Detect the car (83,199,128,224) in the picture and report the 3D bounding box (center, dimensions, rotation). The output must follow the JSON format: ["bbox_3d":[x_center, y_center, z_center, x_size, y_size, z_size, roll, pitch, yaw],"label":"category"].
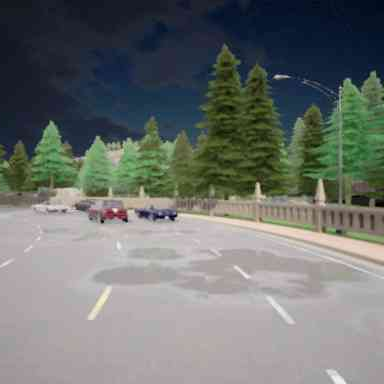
[{"bbox_3d":[-6.558,1.364,25.592,2.097,1.767,4.553,0,0,-31],"label":"car"}]

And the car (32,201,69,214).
[{"bbox_3d":[-15.111,1.618,35.285,4.718,1.301,1.895,0,0,40],"label":"car"}]

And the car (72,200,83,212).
[{"bbox_3d":[-11.456,1.525,36.782,4.892,1.490,1.837,1,0,42],"label":"car"}]

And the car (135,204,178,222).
[{"bbox_3d":[-2.945,1.614,26.453,1.895,1.301,4.718,0,0,-30],"label":"car"}]
